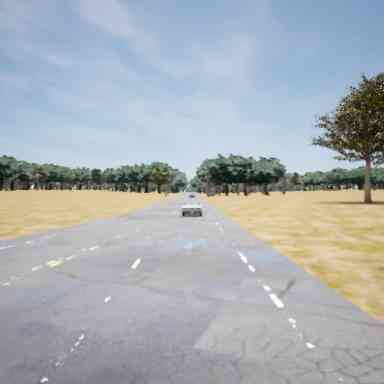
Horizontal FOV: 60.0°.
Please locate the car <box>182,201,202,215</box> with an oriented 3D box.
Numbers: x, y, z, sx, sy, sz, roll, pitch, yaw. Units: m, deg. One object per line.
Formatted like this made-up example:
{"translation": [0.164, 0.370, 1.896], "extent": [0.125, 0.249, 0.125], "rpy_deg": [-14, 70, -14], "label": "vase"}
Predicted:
{"translation": [0.004, 1.560, 33.088], "extent": [1.895, 1.301, 4.718], "rpy_deg": [0, 0, 0], "label": "car"}
